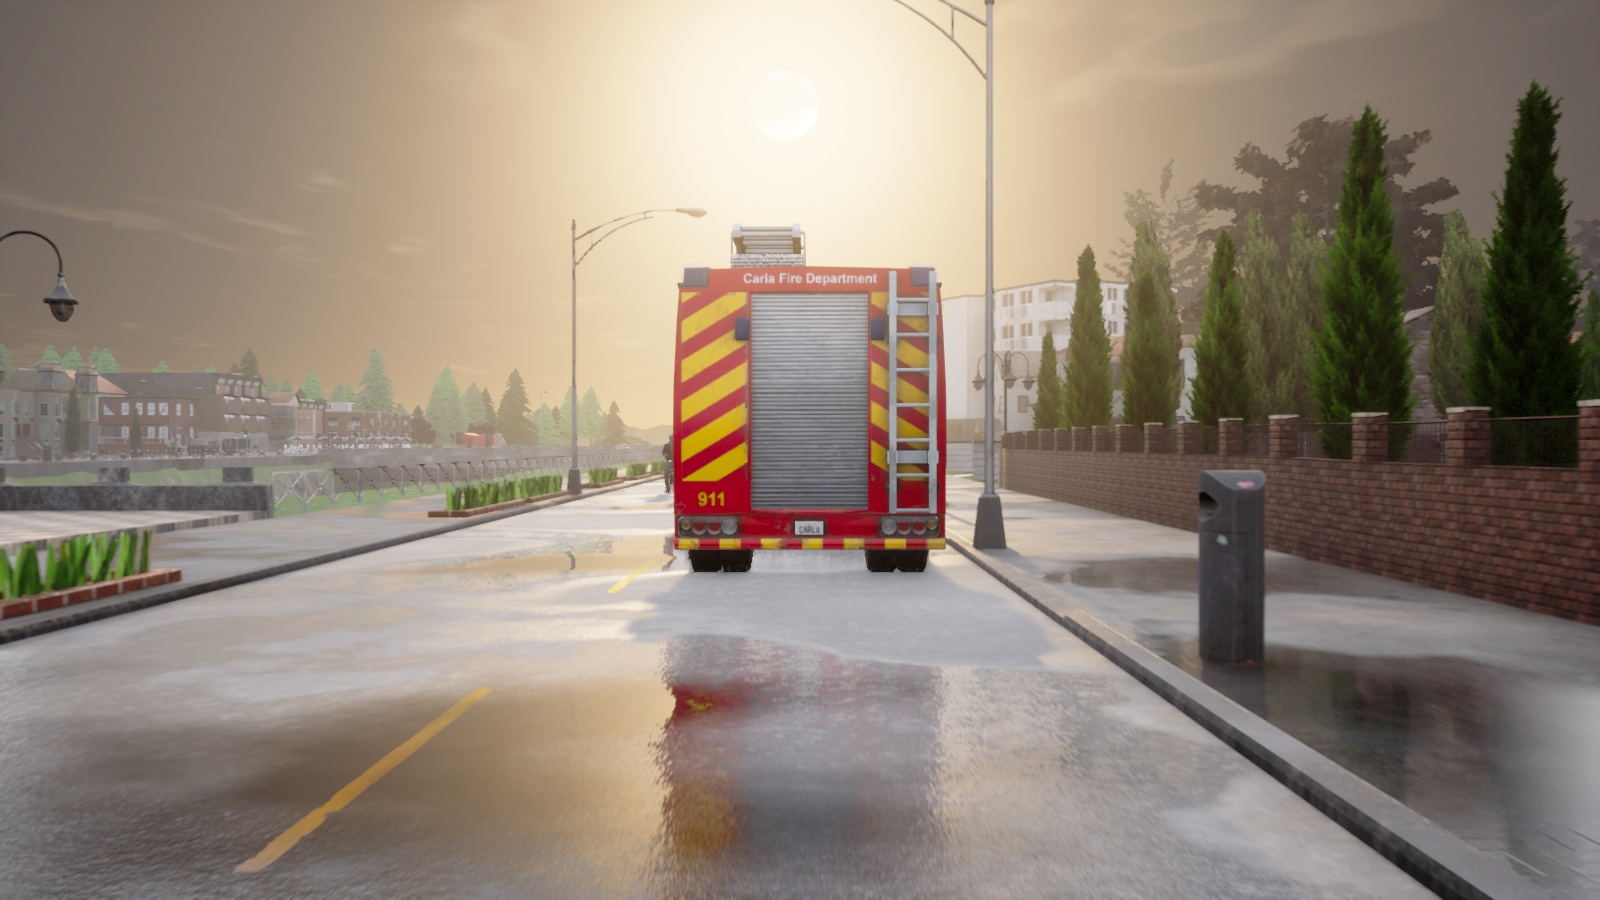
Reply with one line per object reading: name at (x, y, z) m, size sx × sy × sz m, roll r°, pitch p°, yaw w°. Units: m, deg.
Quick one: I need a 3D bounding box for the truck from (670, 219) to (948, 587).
truck at (0.116, -0.516, 17.303) m, size 2.891 × 3.827 × 8.468 m, roll 0°, pitch 0°, yaw 0°
